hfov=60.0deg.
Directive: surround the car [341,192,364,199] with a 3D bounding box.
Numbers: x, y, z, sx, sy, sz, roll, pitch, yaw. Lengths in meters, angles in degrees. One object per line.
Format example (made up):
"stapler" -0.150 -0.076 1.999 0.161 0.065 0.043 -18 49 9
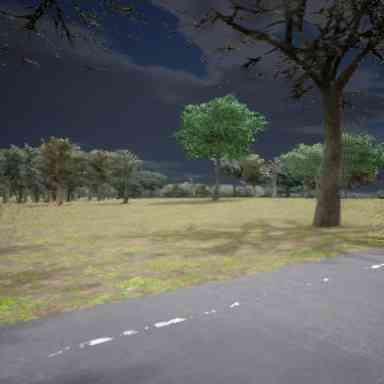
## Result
"car" 32.701 0.743 68.478 2.128 1.511 4.902 2 -2 -35
